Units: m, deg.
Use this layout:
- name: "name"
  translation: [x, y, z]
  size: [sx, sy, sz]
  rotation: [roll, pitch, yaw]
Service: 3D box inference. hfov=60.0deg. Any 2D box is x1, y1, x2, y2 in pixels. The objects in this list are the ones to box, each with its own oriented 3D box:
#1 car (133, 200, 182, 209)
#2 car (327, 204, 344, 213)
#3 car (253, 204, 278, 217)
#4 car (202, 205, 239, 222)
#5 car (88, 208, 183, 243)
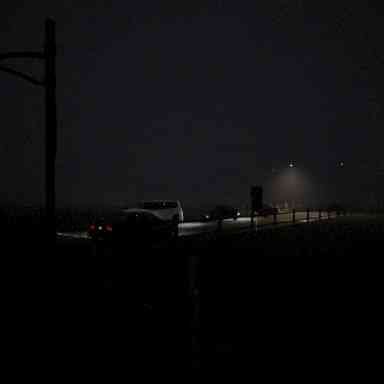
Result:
- name: "car"
  translation: [-2.937, 1.608, 24.595]
  size: [2.150, 2.045, 5.566]
  rotation: [0, -1, 36]
- name: "car"
  translation: [23.329, 2.671, 54.208]
  size: [1.812, 1.442, 4.674]
  rotation: [0, -1, 37]
- name: "car"
  translation: [8.910, 2.266, 40.762]
  size: [2.128, 1.511, 4.902]
  rotation: [0, -1, 36]
- name: "car"
  translation: [2.878, 2.067, 32.533]
  size: [2.128, 1.511, 4.902]
  rotation: [0, -1, 36]
- name: "car"
  translation: [-2.940, 1.816, 17.965]
  size: [2.033, 1.411, 5.357]
  rotation: [0, -1, 36]
